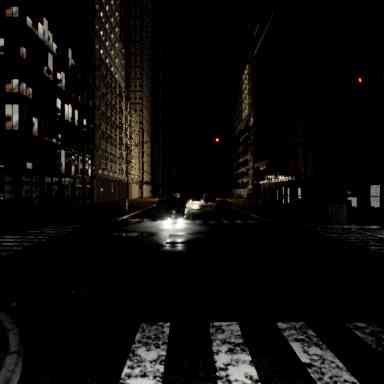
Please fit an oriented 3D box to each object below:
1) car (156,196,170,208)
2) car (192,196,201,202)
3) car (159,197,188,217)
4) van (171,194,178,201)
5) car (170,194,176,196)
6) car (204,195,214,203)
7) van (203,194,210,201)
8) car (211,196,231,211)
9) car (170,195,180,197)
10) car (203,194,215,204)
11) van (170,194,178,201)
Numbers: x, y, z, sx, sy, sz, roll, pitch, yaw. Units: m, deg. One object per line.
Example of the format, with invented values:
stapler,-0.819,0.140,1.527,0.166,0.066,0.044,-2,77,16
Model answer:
car,-4.173,1.592,47.214,1.802,1.307,4.206,0,0,0
car,0.964,1.512,73.185,1.812,1.442,4.674,0,0,0
car,-1.607,1.509,31.969,2.128,1.511,4.902,0,0,0
van,-4.458,1.315,85.906,1.690,1.788,3.998,0,0,0
car,-4.295,1.564,63.796,1.947,1.339,4.313,0,0,0
car,3.544,1.432,69.382,1.967,1.590,4.097,0,0,0
van,3.463,1.321,80.437,1.690,1.788,3.998,0,0,0
car,3.797,1.579,41.746,1.947,1.339,4.313,0,0,0
car,-1.684,1.537,44.365,1.812,1.442,4.674,0,0,0
car,3.585,1.313,63.854,2.192,1.841,5.009,0,0,0
van,-4.417,1.321,80.379,1.690,1.788,3.998,0,0,0
